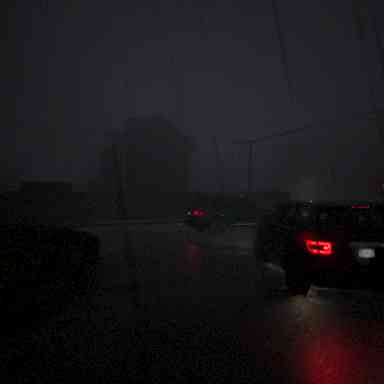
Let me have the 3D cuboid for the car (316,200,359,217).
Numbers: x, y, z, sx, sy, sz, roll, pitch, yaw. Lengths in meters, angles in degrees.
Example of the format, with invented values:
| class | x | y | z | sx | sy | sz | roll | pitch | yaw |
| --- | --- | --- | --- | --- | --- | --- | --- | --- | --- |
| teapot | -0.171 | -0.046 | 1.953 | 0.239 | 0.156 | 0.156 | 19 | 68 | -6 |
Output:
| class | x | y | z | sx | sy | sz | roll | pitch | yaw |
| --- | --- | --- | --- | --- | --- | --- | --- | --- | --- |
| car | 13.944 | 1.553 | 32.245 | 1.994 | 1.385 | 4.181 | 0 | 0 | -7 |

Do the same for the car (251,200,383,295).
| class | x | y | z | sx | sy | sz | roll | pitch | yaw |
| --- | --- | --- | --- | --- | --- | --- | --- | --- | --- |
| car | 3.221 | 1.219 | 8.813 | 2.150 | 2.045 | 5.566 | 0 | 0 | 0 |

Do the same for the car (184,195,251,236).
| class | x | y | z | sx | sy | sz | roll | pitch | yaw |
| --- | --- | --- | --- | --- | --- | --- | --- | --- | --- |
| car | 2.308 | 1.216 | 18.387 | 5.566 | 2.045 | 2.150 | 0 | 0 | -22 |
